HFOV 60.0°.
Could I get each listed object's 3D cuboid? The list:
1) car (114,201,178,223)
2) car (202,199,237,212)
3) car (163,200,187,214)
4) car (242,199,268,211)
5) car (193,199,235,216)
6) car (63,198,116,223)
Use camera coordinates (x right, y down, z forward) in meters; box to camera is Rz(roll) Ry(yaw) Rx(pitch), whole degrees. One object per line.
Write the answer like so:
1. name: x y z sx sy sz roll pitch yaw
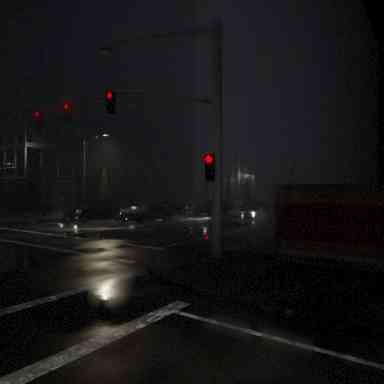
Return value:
1. car: -3.483 1.656 25.994 1.895 1.301 4.718 0 0 36
2. car: 3.537 1.603 41.789 2.033 1.411 5.357 0 0 35
3. car: -2.425 1.560 33.475 1.837 1.490 4.892 0 0 36
4. car: 8.015 1.581 42.007 1.812 1.442 4.674 0 0 36
5. car: 2.039 1.533 33.693 1.882 1.535 5.008 0 0 35
6. car: -7.748 1.407 26.047 2.097 1.767 4.553 0 0 36
